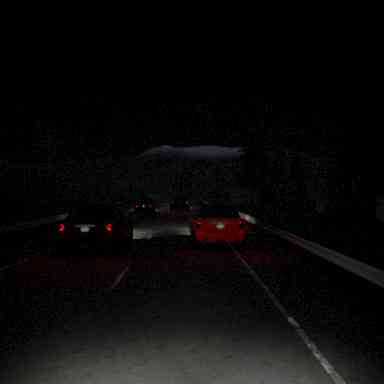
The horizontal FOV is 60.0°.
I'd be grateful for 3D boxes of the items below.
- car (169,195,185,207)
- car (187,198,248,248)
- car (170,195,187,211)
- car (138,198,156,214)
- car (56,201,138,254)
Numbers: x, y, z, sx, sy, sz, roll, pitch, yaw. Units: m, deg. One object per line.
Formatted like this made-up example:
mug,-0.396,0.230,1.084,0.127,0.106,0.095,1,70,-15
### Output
car,-2.187,1.233,47.325,2.033,1.411,5.357,0,0,-4
car,0.987,1.254,14.375,2.097,1.767,4.553,0,0,-2
car,-1.414,1.106,37.141,2.097,1.767,4.553,0,1,-4
car,-4.573,1.330,32.806,2.033,1.411,5.357,0,0,-4
car,-3.642,1.265,13.248,2.097,1.767,4.553,0,0,-2
